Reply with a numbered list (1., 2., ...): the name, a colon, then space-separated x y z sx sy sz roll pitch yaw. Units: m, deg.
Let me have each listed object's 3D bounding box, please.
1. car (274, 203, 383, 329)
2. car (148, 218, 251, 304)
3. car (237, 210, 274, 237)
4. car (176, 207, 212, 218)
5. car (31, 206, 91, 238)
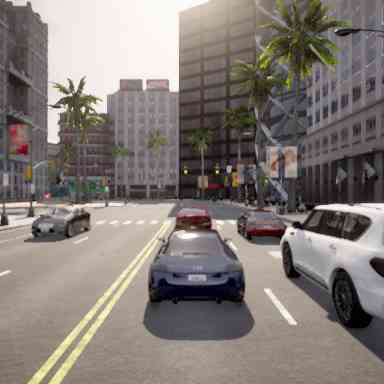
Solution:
1. car: 3.595 1.247 7.132 2.150 2.045 5.566 0 0 0
2. car: 0.074 1.592 8.274 1.994 1.385 4.181 0 0 -1
3. car: 3.582 1.627 17.799 1.994 1.385 4.181 0 0 0
4. car: 0.090 1.543 18.406 1.882 1.535 5.008 0 0 1
5. car: -7.022 1.558 18.344 2.128 1.511 4.902 0 0 0
